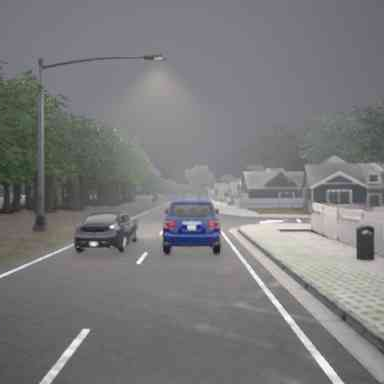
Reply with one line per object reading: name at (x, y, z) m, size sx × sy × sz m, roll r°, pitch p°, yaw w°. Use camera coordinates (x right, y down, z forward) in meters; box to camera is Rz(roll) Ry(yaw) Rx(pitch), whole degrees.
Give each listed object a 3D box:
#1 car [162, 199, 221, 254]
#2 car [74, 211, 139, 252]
car at (-0.005, 1.303, 14.010) m, size 2.150 × 2.045 × 5.566 m, roll 0°, pitch 0°, yaw 0°
car at (-3.505, 1.595, 14.279) m, size 1.837 × 1.490 × 4.892 m, roll 0°, pitch 0°, yaw 0°
